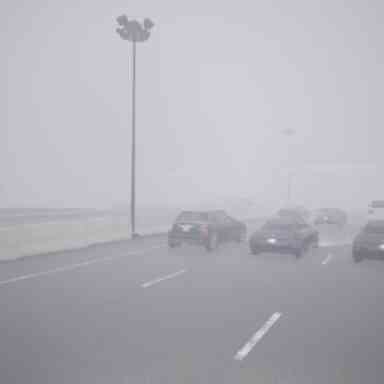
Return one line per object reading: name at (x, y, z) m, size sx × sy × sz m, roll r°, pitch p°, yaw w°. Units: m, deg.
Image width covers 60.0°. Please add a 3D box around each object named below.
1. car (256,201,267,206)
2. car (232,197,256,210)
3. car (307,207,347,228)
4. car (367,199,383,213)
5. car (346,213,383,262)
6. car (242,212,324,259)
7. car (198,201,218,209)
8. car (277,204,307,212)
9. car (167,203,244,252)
car at (12.027, 2.239, 55.688) m, size 1.812 × 1.442 × 4.674 m, roll -1°, pitch -1°, yaw 31°
car at (8.959, 1.971, 57.367) m, size 2.150 × 2.045 × 5.566 m, roll -1°, pitch -1°, yaw 31°
car at (10.329, 1.838, 24.767) m, size 2.033 × 1.411 × 5.357 m, roll -1°, pitch -1°, yaw 30°
car at (13.882, 1.485, 23.903) m, size 2.150 × 2.045 × 5.566 m, roll -1°, pitch -1°, yaw 31°
car at (7.047, 1.699, 12.114) m, size 1.994 × 1.385 × 4.181 m, roll -1°, pitch -1°, yaw 31°
car at (3.892, 1.734, 13.652) m, size 1.994 × 1.385 × 4.181 m, roll -1°, pitch -1°, yaw 31°
car at (2.955, 2.389, 60.935) m, size 1.994 × 1.385 × 4.181 m, roll -1°, pitch -1°, yaw 31°
car at (8.995, 1.835, 29.373) m, size 1.882 × 1.535 × 5.008 m, roll -1°, pitch -1°, yaw 31°
car at (0.832, 1.557, 15.361) m, size 2.097 × 1.767 × 4.553 m, roll -1°, pitch -1°, yaw 31°
